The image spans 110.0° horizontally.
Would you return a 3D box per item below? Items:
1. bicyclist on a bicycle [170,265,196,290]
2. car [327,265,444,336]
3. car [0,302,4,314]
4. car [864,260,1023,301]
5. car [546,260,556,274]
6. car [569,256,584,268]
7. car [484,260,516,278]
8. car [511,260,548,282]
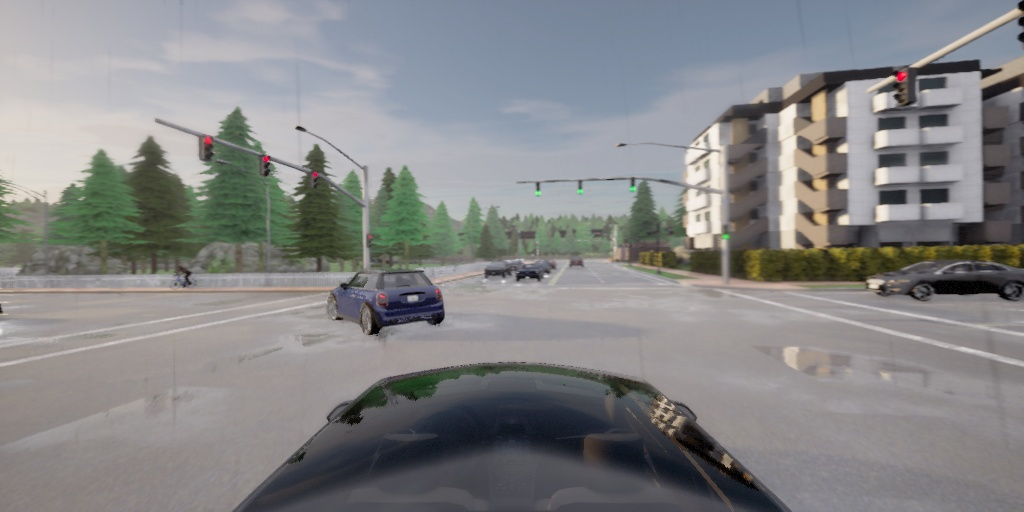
[{"bbox_3d":[-21.839,1.394,23.805,0.582,1.620,1.656,-1,0,8],"label":"bicyclist on a bicycle"},{"bbox_3d":[-4.003,1.152,10.992,2.097,1.767,4.553,-2,0,-41],"label":"car"},{"bbox_3d":[-20.573,1.659,12.514,4.181,1.385,1.994,-1,0,8],"label":"car"},{"bbox_3d":[16.913,0.909,14.035,4.902,1.511,2.128,-1,0,8],"label":"car"},{"bbox_3d":[3.158,1.157,37.860,2.033,1.411,5.357,-1,0,10],"label":"car"},{"bbox_3d":[9.691,0.807,53.998,2.097,1.767,4.553,-1,0,10],"label":"car"},{"bbox_3d":[-1.187,1.176,33.242,1.882,1.535,5.008,-1,0,10],"label":"car"},{"bbox_3d":[1.496,1.262,28.352,1.895,1.301,4.718,-1,0,10],"label":"car"}]
